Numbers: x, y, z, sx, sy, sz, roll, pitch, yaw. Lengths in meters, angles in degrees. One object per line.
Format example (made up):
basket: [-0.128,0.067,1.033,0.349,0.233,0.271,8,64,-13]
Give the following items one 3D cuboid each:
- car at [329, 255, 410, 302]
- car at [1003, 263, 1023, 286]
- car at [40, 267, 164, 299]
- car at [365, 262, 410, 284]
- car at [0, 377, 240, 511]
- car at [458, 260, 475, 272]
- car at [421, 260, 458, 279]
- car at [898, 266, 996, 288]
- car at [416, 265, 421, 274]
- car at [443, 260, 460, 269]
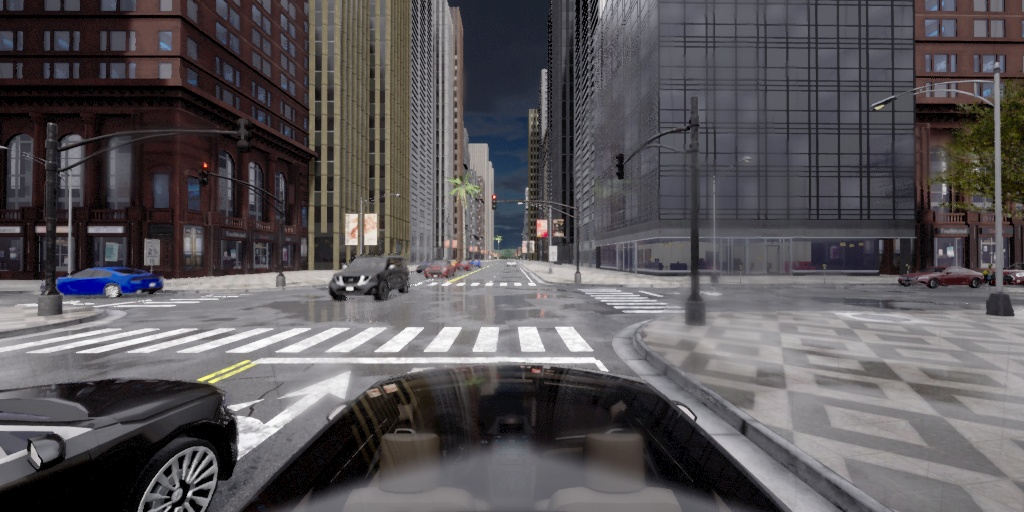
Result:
car: [-6.637,0.986,17.421,2.150,2.045,5.566,0,0,0]
car: [32.056,1.118,22.179,4.097,1.591,1.967,0,0,-1]
car: [-20.845,1.328,18.343,5.008,1.535,1.882,0,0,0]
car: [-9.913,1.279,28.999,1.882,1.535,5.008,0,0,0]
car: [-3.138,1.241,0.967,2.128,1.511,4.902,0,0,-1]
car: [-6.699,1.346,49.619,1.882,1.535,5.008,0,-1,0]
car: [-6.669,1.166,33.431,2.097,1.767,4.553,0,0,0]
car: [26.418,1.276,22.078,4.207,1.307,1.802,0,0,-1]
car: [-9.942,1.391,42.919,2.033,1.411,5.357,0,0,0]
car: [-9.952,1.388,59.389,1.882,1.535,5.008,0,-1,0]
